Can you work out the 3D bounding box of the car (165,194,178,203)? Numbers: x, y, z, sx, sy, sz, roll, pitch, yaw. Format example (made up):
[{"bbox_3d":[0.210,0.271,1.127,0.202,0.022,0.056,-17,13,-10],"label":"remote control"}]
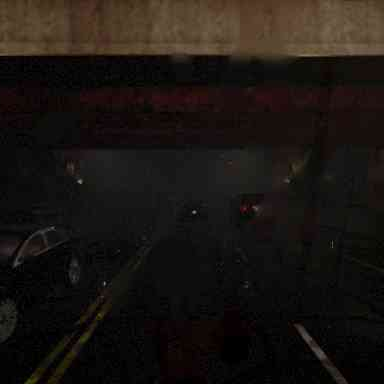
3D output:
[{"bbox_3d":[-3.407,1.093,55.699,1.812,1.442,4.674,0,0,0],"label":"car"}]

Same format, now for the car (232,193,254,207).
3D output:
[{"bbox_3d":[6.650,1.011,43.813,2.185,1.767,4.553,0,0,0],"label":"car"}]

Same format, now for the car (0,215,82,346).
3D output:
[{"bbox_3d":[-3.601,1.443,6.295,2.128,1.511,4.902,0,0,0],"label":"car"}]

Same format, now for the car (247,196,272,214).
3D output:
[{"bbox_3d":[6.619,1.221,33.039,2.231,1.521,4.892,0,0,10],"label":"car"}]

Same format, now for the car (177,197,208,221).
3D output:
[{"bbox_3d":[0.176,1.365,25.060,1.994,1.385,4.181,0,0,0],"label":"car"}]

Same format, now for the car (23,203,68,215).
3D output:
[{"bbox_3d":[-10.108,1.428,21.806,1.895,1.301,4.718,0,0,0],"label":"car"}]

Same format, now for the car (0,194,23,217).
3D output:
[{"bbox_3d":[-10.060,1.119,14.408,2.435,2.045,5.566,0,0,0],"label":"car"}]

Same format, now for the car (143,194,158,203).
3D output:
[{"bbox_3d":[-6.909,1.096,55.491,1.812,1.442,4.674,0,0,0],"label":"car"}]

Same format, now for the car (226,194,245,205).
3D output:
[{"bbox_3d":[6.508,1.086,50.239,2.097,1.535,5.008,0,0,0],"label":"car"}]

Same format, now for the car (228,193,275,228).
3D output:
[{"bbox_3d":[3.639,1.057,20.892,2.150,2.045,5.566,0,0,1],"label":"car"}]

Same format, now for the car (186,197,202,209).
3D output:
[{"bbox_3d":[0.208,1.278,41.376,1.895,1.301,4.718,0,0,0],"label":"car"}]
